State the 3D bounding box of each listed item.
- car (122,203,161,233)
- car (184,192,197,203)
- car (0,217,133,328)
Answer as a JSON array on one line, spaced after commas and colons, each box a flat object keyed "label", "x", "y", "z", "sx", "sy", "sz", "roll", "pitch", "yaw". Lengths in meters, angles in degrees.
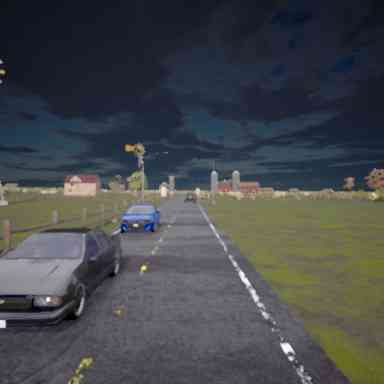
[{"label": "car", "x": -2.922, "y": 1.452, "z": 19.691, "sx": 1.882, "sy": 1.535, "sz": 5.008, "roll": 0, "pitch": 0, "yaw": 0}, {"label": "car", "x": -0.305, "y": 1.104, "z": 64.167, "sx": 2.150, "sy": 2.045, "sz": 5.566, "roll": 0, "pitch": 0, "yaw": 0}, {"label": "car", "x": -2.881, "y": 1.543, "z": 7.534, "sx": 2.033, "sy": 1.411, "sz": 5.357, "roll": 0, "pitch": 0, "yaw": 0}]
